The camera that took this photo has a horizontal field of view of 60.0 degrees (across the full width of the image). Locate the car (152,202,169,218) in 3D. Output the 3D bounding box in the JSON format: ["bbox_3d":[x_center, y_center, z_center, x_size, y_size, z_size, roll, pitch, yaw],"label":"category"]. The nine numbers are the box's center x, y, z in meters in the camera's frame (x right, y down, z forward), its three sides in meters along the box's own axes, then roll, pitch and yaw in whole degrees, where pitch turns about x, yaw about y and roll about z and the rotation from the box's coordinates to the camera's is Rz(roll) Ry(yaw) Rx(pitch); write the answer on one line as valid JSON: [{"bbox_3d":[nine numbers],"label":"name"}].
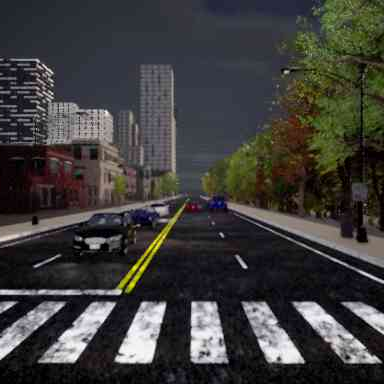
[{"bbox_3d":[-3.307,1.746,32.984,1.812,1.442,4.674,0,0,0],"label":"car"}]

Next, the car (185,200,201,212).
[{"bbox_3d":[0.153,1.855,43.740,1.994,1.385,4.181,0,0,-1],"label":"car"}]

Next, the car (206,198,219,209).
[{"bbox_3d":[3.301,1.834,53.925,1.882,1.535,5.008,0,0,0],"label":"car"}]

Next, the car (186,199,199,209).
[{"bbox_3d":[0.057,1.919,53.692,1.994,1.385,4.181,0,0,0],"label":"car"}]

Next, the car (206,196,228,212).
[{"bbox_3d":[3.394,1.509,43.351,2.150,2.045,5.566,0,0,0],"label":"car"}]

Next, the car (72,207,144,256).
[{"bbox_3d":[-3.389,1.584,13.604,2.128,1.511,4.902,0,0,-3],"label":"car"}]

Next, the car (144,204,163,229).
[{"bbox_3d":[-3.327,1.755,22.951,1.895,1.301,4.718,0,0,0],"label":"car"}]
